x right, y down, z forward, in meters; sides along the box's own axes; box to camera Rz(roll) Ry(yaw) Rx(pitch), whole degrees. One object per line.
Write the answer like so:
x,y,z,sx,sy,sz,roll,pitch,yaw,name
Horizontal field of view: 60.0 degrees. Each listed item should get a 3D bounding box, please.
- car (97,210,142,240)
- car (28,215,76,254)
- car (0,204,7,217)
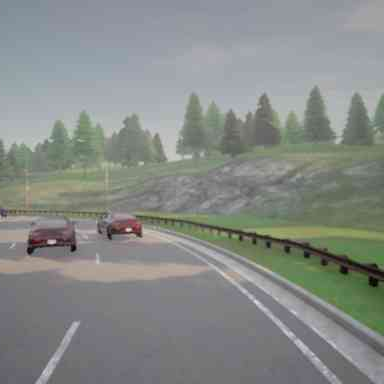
-4.141,1.760,18.804,1.812,1.442,4.674,-1,-1,-24,car
-6.239,1.775,14.959,1.812,1.442,4.674,0,-1,-21,car
-24.501,2.183,40.200,4.553,1.767,2.097,-2,0,31,car
